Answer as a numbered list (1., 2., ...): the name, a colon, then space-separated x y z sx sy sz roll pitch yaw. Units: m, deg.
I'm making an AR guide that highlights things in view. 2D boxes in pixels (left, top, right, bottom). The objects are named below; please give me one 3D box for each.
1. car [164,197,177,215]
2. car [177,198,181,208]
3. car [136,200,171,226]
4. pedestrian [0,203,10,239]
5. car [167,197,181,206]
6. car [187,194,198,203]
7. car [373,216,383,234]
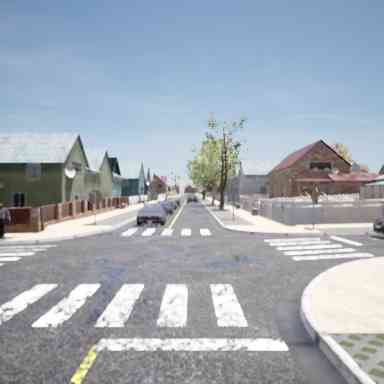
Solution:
1. car: -2.854 1.528 33.554 1.994 1.385 4.181 0 0 0
2. car: -2.848 1.443 43.183 2.128 1.511 4.902 0 0 0
3. car: -2.765 1.523 23.564 2.033 1.411 5.357 0 0 -2
4. pedestrian: -9.694 1.442 16.987 0.375 1.860 0.375 0 0 0
5. car: -2.820 1.538 53.185 1.895 1.301 4.718 0 0 0
6. car: 0.090 1.267 66.939 2.097 1.767 4.553 0 0 0
7. car: 10.351 1.202 14.195 4.892 1.490 1.837 -2 -1 0
